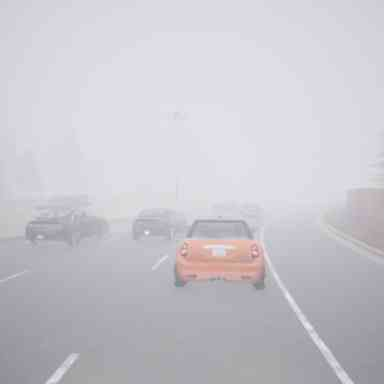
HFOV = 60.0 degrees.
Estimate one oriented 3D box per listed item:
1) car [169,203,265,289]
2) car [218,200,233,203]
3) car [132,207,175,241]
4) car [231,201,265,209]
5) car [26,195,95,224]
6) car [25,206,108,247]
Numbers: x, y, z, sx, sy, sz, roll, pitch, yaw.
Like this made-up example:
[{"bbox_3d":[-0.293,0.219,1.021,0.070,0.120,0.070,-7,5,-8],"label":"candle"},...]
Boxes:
[{"bbox_3d":[0.821,1.379,9.501,2.097,1.767,4.553,0,0,6],"label":"car"},{"bbox_3d":[3.756,1.575,34.514,1.882,1.535,5.008,0,0,22],"label":"car"},{"bbox_3d":[-1.543,1.545,17.080,1.837,1.490,4.892,0,0,11],"label":"car"},{"bbox_3d":[5.026,1.633,28.246,2.033,1.411,5.357,0,0,19],"label":"car"},{"bbox_3d":[-10.280,1.263,26.599,2.150,2.045,5.566,0,0,16],"label":"car"},{"bbox_3d":[-5.439,1.516,15.147,2.128,1.511,4.902,0,0,9],"label":"car"}]
